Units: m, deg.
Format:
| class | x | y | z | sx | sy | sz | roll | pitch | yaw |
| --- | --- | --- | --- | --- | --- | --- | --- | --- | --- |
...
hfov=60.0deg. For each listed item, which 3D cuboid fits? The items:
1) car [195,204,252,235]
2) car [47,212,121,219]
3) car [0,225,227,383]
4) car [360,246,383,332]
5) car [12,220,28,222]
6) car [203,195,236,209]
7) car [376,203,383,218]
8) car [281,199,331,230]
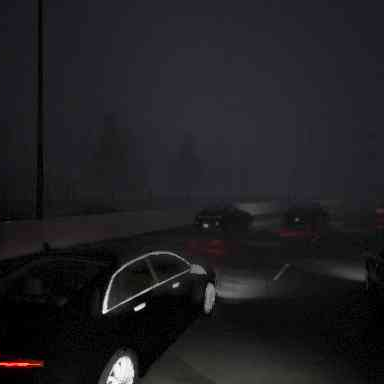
| class | x | y | z | sx | sy | sz | roll | pitch | yaw |
| --- | --- | --- | --- | --- | --- | --- | --- | --- | --- |
| car | 1.924 | 1.491 | 19.073 | 2.128 | 1.511 | 4.902 | 0 | 0 | 30 |
| car | -6.063 | 1.477 | 19.489 | 1.882 | 1.535 | 5.008 | 0 | 0 | 28 |
| car | -1.057 | 1.504 | 4.857 | 1.837 | 1.490 | 4.892 | 0 | 0 | 21 |
| car | 4.045 | 1.506 | 5.476 | 1.837 | 1.490 | 4.892 | 0 | 0 | 23 |
| car | -11.123 | 1.547 | 17.332 | 2.033 | 1.411 | 5.357 | 0 | 0 | 26 |
| car | 3.759 | 1.351 | 45.378 | 2.097 | 1.767 | 4.553 | 0 | 0 | 43 |
| car | 17.883 | 1.601 | 29.491 | 1.895 | 1.301 | 4.718 | 0 | 0 | 41 |
| car | 7.444 | 1.477 | 21.428 | 1.882 | 1.535 | 5.008 | 0 | 0 | 32 |
